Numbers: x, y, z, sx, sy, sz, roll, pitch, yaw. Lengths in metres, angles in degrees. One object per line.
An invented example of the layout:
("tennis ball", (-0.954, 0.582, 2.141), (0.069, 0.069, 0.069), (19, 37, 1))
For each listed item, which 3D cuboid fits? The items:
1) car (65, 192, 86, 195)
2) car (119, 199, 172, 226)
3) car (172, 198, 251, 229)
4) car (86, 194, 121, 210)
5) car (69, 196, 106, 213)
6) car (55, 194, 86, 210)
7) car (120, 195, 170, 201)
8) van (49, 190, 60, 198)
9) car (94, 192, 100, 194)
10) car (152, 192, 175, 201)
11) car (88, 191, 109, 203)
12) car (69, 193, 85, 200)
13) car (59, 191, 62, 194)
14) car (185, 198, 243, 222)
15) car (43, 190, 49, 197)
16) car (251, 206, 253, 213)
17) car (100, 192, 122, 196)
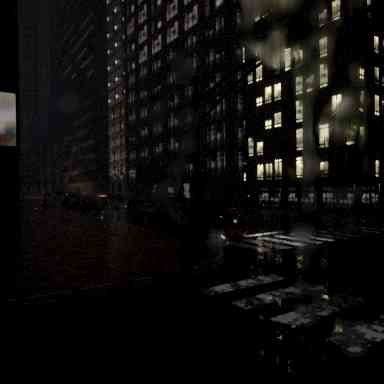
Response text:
("car", (-15.912, 1.132, 45.782), (1.837, 1.490, 4.892), (-1, 1, -34))
("car", (-2.930, 1.455, 22.371), (2.008, 1.369, 4.403), (-1, 1, -35))
("car", (1.085, 1.382, 21.034), (2.128, 1.511, 4.902), (-1, 1, -34))
("car", (-10.035, 1.246, 37.189), (1.812, 1.442, 4.674), (-1, 1, -35))
("car", (-10.562, 1.354, 33.390), (1.947, 1.339, 4.313), (-1, 1, -35))
("car", (-13.766, 1.289, 38.034), (2.008, 1.369, 4.403), (-1, 1, -35))
("car", (-4.185, 1.315, 28.689), (1.837, 1.490, 4.892), (-1, 1, -35))
("van", (-32.510, 0.531, 79.974), (1.690, 1.788, 3.998), (-1, 1, -35))
("car", (-16.411, 1.073, 52.070), (2.033, 1.411, 5.357), (-1, 1, -34))
("car", (-3.688, 0.963, 38.177), (2.192, 1.841, 5.009), (-1, 1, -35))
("car", (-15.992, 0.795, 56.750), (2.097, 1.767, 4.553), (-1, 1, -35))
("car", (-22.903, 0.889, 66.045), (1.887, 1.381, 4.507), (-1, 1, -35))
("car", (-26.105, 0.733, 70.688), (1.967, 1.590, 4.097), (-1, 1, -35))
("car", (1.607, 1.312, 25.925), (1.837, 1.490, 4.892), (-1, 2, -35))
("car", (-35.712, 0.688, 84.621), (2.008, 1.369, 4.403), (-1, 1, -35))
("car", (3.064, 1.278, 28.322), (1.752, 1.417, 4.829), (-1, 1, -35))
("car", (-12.007, 1.009, 51.033), (1.837, 1.490, 4.892), (-1, 1, -35))
